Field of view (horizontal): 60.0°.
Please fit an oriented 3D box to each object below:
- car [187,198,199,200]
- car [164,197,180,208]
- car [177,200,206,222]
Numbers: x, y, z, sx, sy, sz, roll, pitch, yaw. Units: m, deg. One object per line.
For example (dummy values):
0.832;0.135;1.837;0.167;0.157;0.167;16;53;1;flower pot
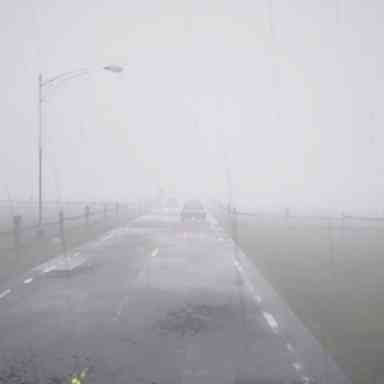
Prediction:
0.107;1.441;39.672;1.882;1.535;5.008;0;0;0;car
-2.812;1.465;47.605;1.837;1.490;4.892;0;0;0;car
0.104;1.573;25.853;1.895;1.301;4.718;0;0;0;car
